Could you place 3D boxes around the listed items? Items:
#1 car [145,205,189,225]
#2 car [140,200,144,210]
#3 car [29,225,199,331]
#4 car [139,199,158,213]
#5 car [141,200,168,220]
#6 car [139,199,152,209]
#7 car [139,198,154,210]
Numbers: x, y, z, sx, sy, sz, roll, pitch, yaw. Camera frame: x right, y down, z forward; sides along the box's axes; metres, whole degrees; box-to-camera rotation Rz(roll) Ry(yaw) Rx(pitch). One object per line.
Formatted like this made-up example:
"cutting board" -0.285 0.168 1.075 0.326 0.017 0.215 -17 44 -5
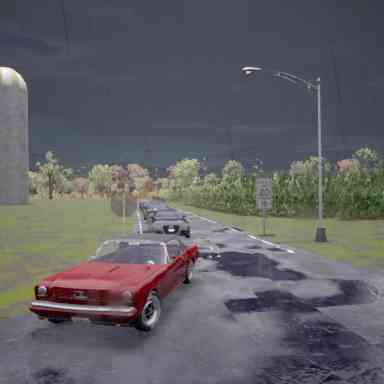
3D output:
"car" -1.314 1.648 17.793 1.994 1.385 4.181 -1 0 -10
"car" -3.361 1.700 29.864 1.994 1.385 4.181 -1 0 -10
"car" -1.205 1.653 7.197 1.895 1.301 4.718 0 0 13
"car" -5.534 1.681 42.085 2.128 1.511 4.902 -1 0 -10
"car" -2.259 1.600 23.440 2.128 1.511 4.902 -1 0 -10
"car" -4.389 1.709 35.731 2.033 1.411 5.357 -1 0 -10
"car" -6.650 1.694 48.172 1.882 1.535 5.008 -1 0 -10
